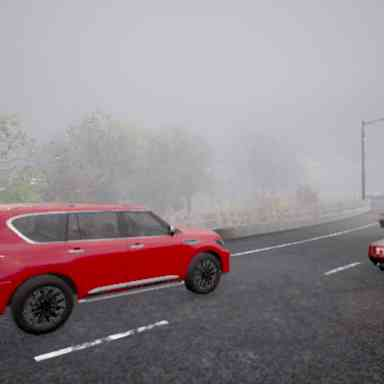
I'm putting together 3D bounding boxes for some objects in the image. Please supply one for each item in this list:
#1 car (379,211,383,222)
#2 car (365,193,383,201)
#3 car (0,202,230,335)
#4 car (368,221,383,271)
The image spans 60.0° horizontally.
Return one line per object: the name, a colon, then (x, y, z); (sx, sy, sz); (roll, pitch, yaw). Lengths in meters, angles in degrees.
car: (13.249, 1.467, 20.873); (2.033, 1.411, 5.357); (0, 0, 42)
car: (38.024, 1.098, 70.055); (1.882, 1.535, 5.008); (0, 0, 10)
car: (-1.732, 1.231, 7.007); (5.566, 2.045, 2.150); (0, 0, -37)
car: (6.977, 1.559, 9.611); (4.718, 1.301, 1.895); (0, 0, -41)
